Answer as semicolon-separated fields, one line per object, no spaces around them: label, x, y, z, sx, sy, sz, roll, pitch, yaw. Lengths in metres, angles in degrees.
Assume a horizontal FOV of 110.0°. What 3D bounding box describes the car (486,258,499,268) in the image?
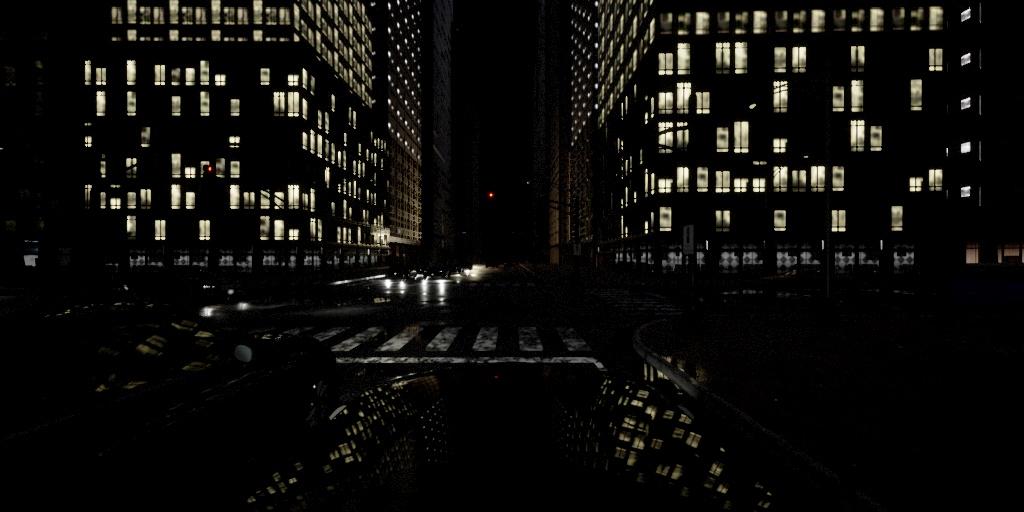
car;-3.540;1.213;63.634;2.097;1.767;4.553;0;0;-1

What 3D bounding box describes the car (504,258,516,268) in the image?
car;-0.396;1.426;63.814;1.994;1.385;4.181;0;0;0

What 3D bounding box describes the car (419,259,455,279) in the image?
car;-6.797;1.305;32.938;1.812;1.442;4.674;0;0;0

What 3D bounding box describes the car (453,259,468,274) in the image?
car;-6.861;1.277;42.811;1.882;1.535;5.008;0;0;0

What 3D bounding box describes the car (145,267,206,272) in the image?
car;-14.265;1.250;15.623;4.902;1.511;2.128;0;0;12

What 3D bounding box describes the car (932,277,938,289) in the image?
car;26.803;1.357;20.502;4.207;1.307;1.802;0;0;2

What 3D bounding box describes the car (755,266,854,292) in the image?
car;16.966;1.293;20.923;4.829;1.417;1.751;0;0;2

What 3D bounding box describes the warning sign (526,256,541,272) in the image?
warning sign;2.601;0.910;40.818;1.300;1.860;1.060;0;0;0

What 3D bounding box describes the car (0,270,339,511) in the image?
car;-3.155;1.102;2.543;2.097;1.767;4.553;0;0;0

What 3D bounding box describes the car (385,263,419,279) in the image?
car;-10.048;1.343;32.782;1.994;1.385;4.181;0;0;0

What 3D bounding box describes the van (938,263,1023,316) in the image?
van;18.289;1.119;12.760;3.998;1.789;1.690;0;0;2

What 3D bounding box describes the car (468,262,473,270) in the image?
car;-6.912;1.389;52.790;1.994;1.385;4.181;0;0;0

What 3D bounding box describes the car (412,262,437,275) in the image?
car;-10.097;1.360;41.690;1.994;1.385;4.181;0;0;0
